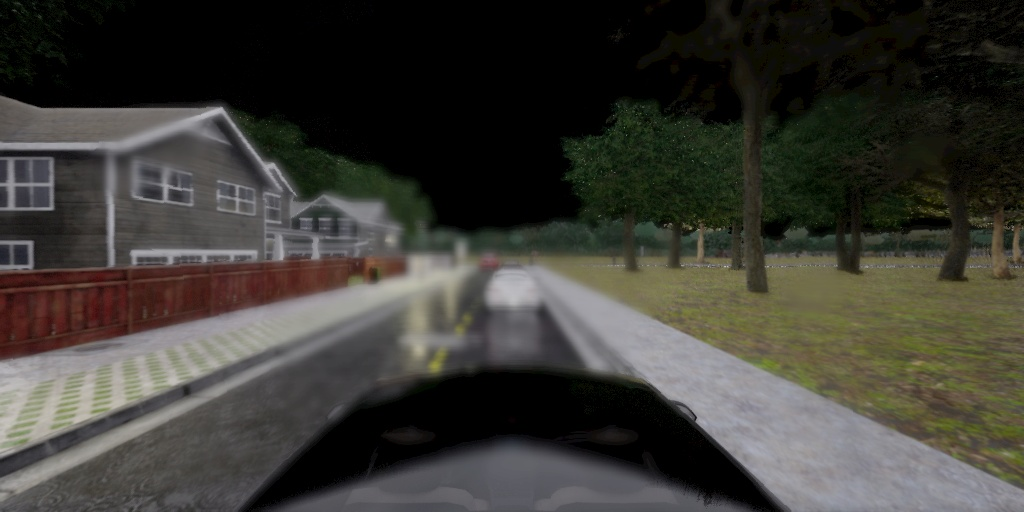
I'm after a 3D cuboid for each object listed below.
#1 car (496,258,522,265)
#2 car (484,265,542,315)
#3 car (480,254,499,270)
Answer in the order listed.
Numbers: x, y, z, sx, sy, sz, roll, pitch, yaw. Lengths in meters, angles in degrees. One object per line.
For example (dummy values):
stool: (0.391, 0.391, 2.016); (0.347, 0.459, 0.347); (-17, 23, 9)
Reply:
car: (0.077, 1.086, 28.802); (2.128, 1.511, 4.902); (0, 0, 0)
car: (0.070, 1.209, 13.194); (1.812, 1.442, 4.674); (0, 0, 0)
car: (-2.801, 0.723, 45.714); (2.150, 2.045, 5.566); (0, 0, 0)
